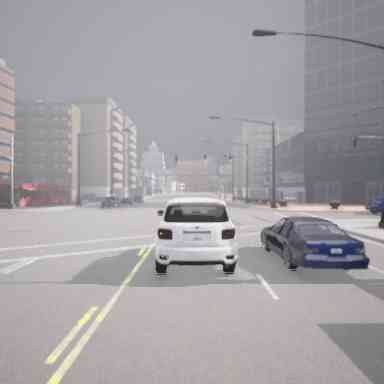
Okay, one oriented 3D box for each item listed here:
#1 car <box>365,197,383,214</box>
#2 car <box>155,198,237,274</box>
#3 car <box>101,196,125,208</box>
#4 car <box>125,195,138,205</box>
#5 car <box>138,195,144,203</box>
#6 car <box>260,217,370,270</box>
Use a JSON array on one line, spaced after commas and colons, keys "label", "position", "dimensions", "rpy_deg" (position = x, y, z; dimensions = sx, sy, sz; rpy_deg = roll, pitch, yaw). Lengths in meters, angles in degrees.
[{"label": "car", "position": [19.005, 1.044, 30.521], "dimensions": [5.566, 2.045, 2.150], "rpy_deg": [0, 0, 1]}, {"label": "car", "position": [0.046, 1.191, 10.640], "dimensions": [2.150, 2.045, 5.566], "rpy_deg": [0, 0, -2]}, {"label": "car", "position": [-10.503, 1.318, 43.450], "dimensions": [1.837, 1.490, 4.892], "rpy_deg": [0, 0, 0]}, {"label": "car", "position": [-10.484, 1.410, 53.450], "dimensions": [1.994, 1.385, 4.181], "rpy_deg": [0, 0, 0]}, {"label": "car", "position": [-10.421, 1.383, 63.538], "dimensions": [1.882, 1.535, 5.008], "rpy_deg": [0, 0, 0]}, {"label": "car", "position": [3.620, 1.513, 10.846], "dimensions": [2.033, 1.411, 5.357], "rpy_deg": [0, 0, 0]}]
